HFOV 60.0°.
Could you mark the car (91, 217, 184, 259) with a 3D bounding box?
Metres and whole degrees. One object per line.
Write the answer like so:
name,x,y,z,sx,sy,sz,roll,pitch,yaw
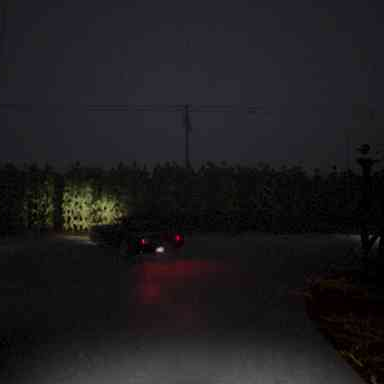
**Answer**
car,-2.334,1.617,12.853,1.895,1.301,4.718,0,0,-35
